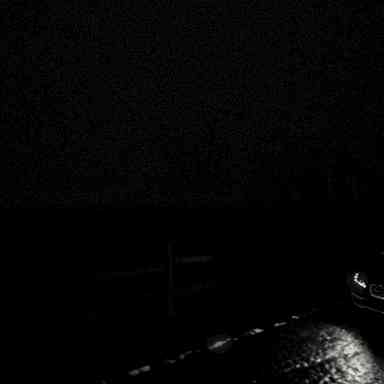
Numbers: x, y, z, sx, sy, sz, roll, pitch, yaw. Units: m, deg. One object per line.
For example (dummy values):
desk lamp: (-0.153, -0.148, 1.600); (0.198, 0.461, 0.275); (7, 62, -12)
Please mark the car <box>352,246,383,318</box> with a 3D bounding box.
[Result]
car: (5.082, 1.501, 6.555); (4.892, 1.490, 1.837); (0, 0, -35)
